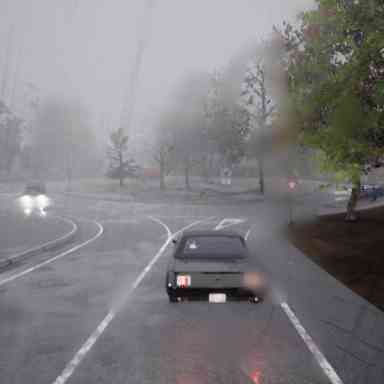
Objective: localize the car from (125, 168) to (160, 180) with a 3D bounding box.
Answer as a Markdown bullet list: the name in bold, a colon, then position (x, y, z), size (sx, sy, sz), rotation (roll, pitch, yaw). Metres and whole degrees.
- **car**: position (-8.603, -3.290, 59.808), size (5.566, 2.045, 2.150), rotation (-2, 6, -23)

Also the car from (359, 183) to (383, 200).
- **car**: position (16.465, -0.157, 30.880), size (1.812, 1.442, 4.674), rotation (5, 8, 39)

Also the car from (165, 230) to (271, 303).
- **car**: position (0.451, 1.565, 8.092), size (1.895, 1.301, 4.718), rotation (0, 1, 0)

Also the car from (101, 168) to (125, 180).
- **car**: position (-13.703, -3.333, 60.292), size (5.566, 2.045, 2.150), rotation (-4, 6, -38)

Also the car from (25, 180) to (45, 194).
- **car**: position (-17.059, -0.561, 36.216), size (1.895, 1.301, 4.718), rotation (-2, 6, -22)
